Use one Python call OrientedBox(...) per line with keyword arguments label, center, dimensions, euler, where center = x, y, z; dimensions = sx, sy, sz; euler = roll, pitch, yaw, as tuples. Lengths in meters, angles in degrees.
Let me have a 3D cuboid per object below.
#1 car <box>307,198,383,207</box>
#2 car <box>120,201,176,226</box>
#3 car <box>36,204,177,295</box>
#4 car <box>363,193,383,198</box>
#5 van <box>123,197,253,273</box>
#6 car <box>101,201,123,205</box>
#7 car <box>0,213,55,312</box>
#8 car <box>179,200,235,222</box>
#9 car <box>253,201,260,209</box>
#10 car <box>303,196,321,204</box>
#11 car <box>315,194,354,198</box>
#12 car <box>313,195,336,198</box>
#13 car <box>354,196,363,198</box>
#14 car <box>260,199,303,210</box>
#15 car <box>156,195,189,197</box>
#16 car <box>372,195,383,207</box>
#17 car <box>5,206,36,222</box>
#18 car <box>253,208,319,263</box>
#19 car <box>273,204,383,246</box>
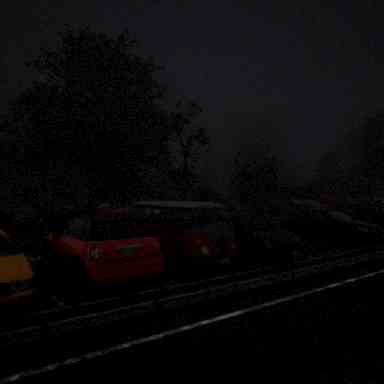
OrientedBox(label="car", center=(8.726, 1.370, 17.300), dimensions=(2.185, 1.767, 4.553), euler=(0, 0, -35))
OrientedBox(label="car", center=(-3.405, 1.503, 24.788), dimensions=(2.097, 1.535, 5.008), euler=(0, 0, -35))
OrientedBox(label="car", center=(-2.640, 1.389, 9.269), dimensions=(2.185, 1.767, 4.553), euler=(0, 0, -35))
OrientedBox(label="car", center=(21.498, 1.310, 42.416), dimensions=(2.185, 1.767, 4.553), euler=(0, 0, -35))
OrientedBox(label="van", center=(-0.368, 1.286, 10.769), dimensions=(1.878, 1.987, 4.442), euler=(0, 0, -35))
OrientedBox(label="car", center=(-5.658, 1.382, 23.151), dimensions=(2.185, 1.767, 4.553), euler=(0, 0, -35))
OrientedBox(label="car", center=(-4.824, 1.514, 7.537), dimensions=(1.946, 1.575, 5.366), euler=(0, 0, -35))
OrientedBox(label="car", center=(1.144, 1.495, 28.004), dimensions=(2.231, 1.521, 4.892), euler=(0, 0, -35))
OrientedBox(label="car", center=(3.405, 1.363, 29.632), dimensions=(2.185, 1.767, 4.553), euler=(0, 0, -35))
OrientedBox(label="car", center=(10.243, 1.470, 34.432), dimensions=(2.097, 1.535, 5.008), euler=(0, 0, -35))
OrientedBox(label="car", center=(14.676, 1.205, 37.592), dimensions=(2.435, 2.045, 5.566), euler=(0, 0, -35))
OrientedBox(label="car", center=(12.312, 1.460, 36.114), dimensions=(1.946, 1.575, 5.366), euler=(0, 0, -35))
OrientedBox(label="car", center=(17.087, 1.324, 39.223), dimensions=(2.185, 1.767, 4.553), euler=(0, 0, -35))
OrientedBox(label="car", center=(7.988, 1.506, 32.795), dimensions=(2.163, 1.488, 4.792), euler=(0, 0, -35))
OrientedBox(label="car", center=(-1.110, 1.247, 26.369), dimensions=(2.435, 2.045, 5.566), euler=(0, 0, -35))
OrientedBox(label="car", center=(28.460, 1.290, 47.259), dimensions=(2.185, 1.767, 4.553), euler=(0, 0, -35))
OrientedBox(label="car", center=(-10.226, 1.553, 19.966), dimensions=(2.002, 1.452, 4.674), euler=(0, 0, -35))
OrientedBox(label="car", center=(1.906, 1.538, 12.484), dimensions=(2.163, 1.488, 4.792), euler=(0, 0, -35))
OrientedBox(label="car", center=(6.434, 1.540, 15.722), dimensions=(2.002, 1.452, 4.674), euler=(0, 0, -35))
